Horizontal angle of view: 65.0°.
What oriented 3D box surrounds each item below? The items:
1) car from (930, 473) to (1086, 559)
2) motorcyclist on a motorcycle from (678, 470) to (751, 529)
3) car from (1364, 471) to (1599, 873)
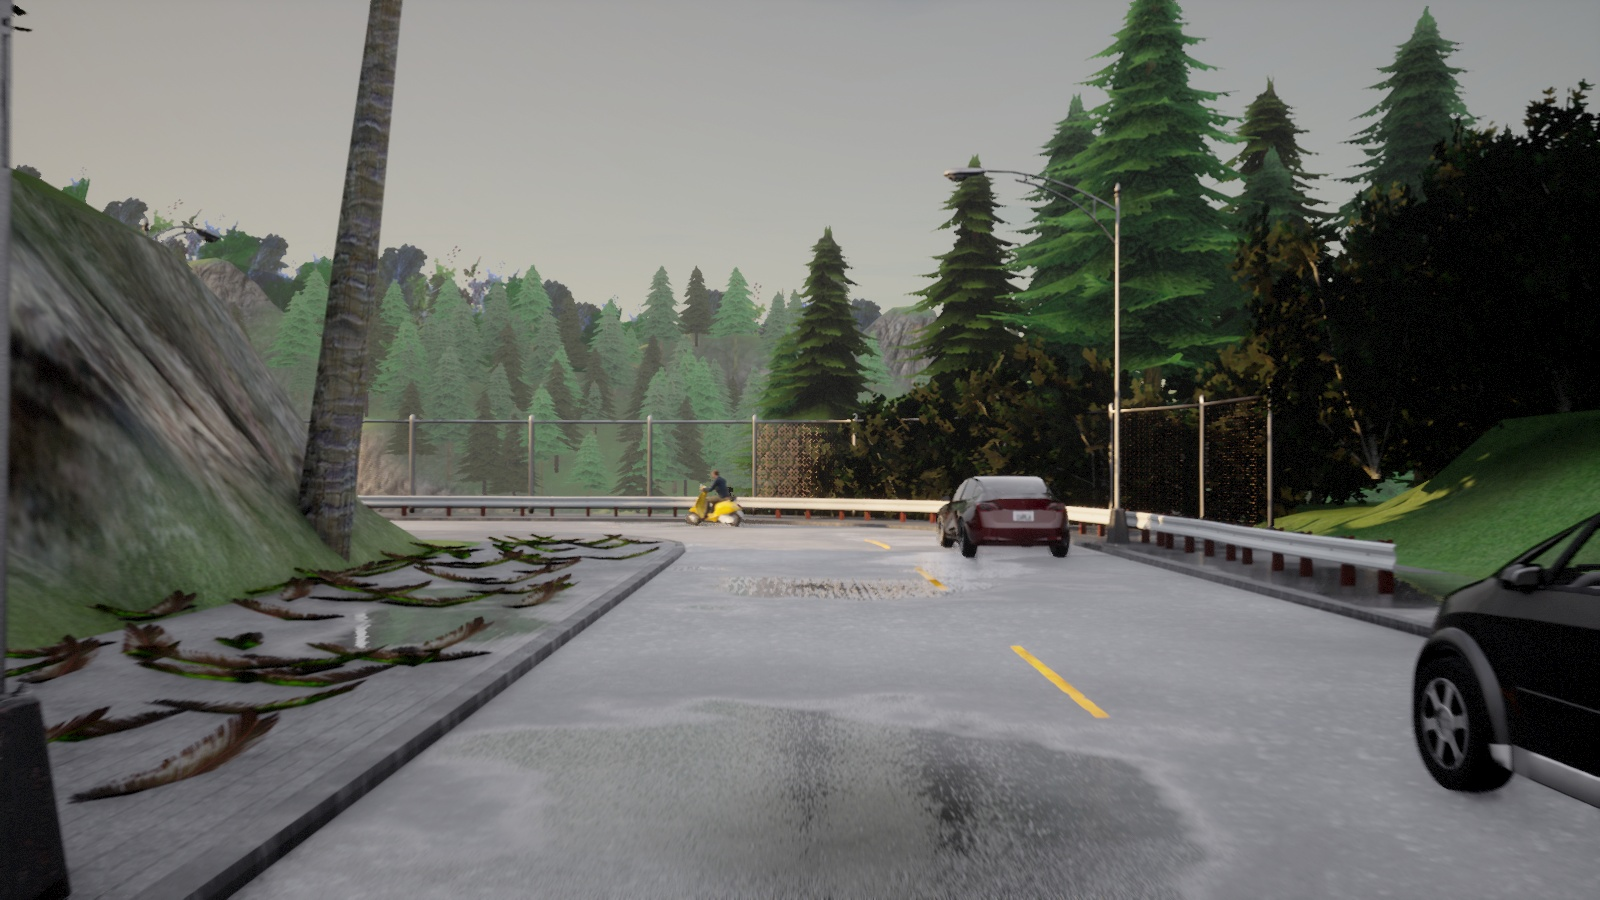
[{"bbox_3d":[3.905,1.209,24.495,2.163,1.488,4.792,0,-1,-1],"label":"car"},{"bbox_3d":[-2.372,1.365,34.974,1.817,1.590,0.866,-1,0,28],"label":"motorcyclist on a motorcycle"},{"bbox_3d":[3.984,0.861,5.003,1.789,1.549,3.705,0,-1,0],"label":"car"}]
